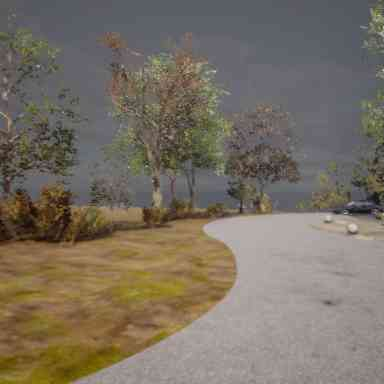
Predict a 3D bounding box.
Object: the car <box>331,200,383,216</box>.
[{"bbox_3d":[16.840,1.631,34.078,5.008,1.535,1.882,0,-1,-1],"label":"car"}]
